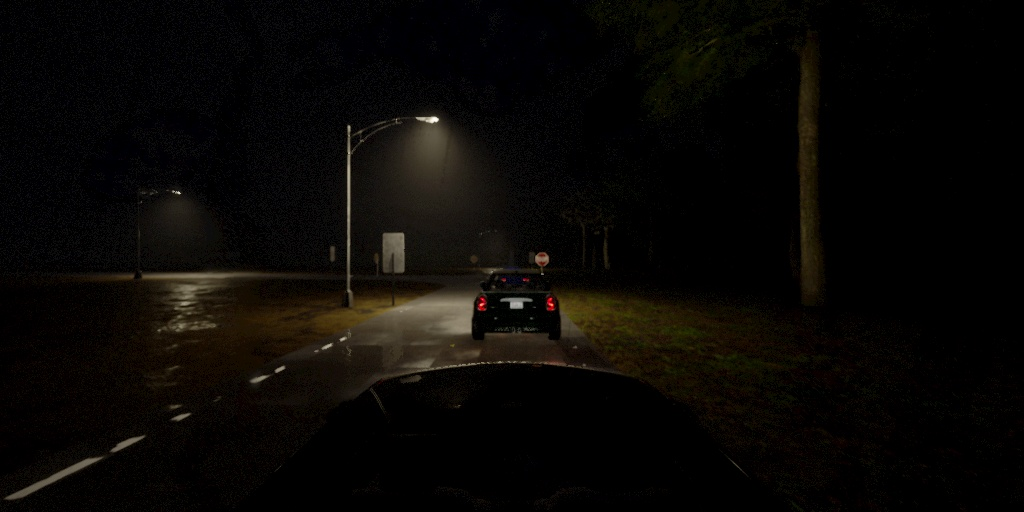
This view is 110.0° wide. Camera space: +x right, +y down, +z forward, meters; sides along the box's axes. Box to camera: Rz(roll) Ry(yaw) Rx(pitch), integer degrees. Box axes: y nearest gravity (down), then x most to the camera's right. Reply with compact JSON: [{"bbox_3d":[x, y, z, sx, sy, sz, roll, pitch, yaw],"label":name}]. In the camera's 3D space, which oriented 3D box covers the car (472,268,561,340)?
[{"bbox_3d":[0.102,1.143,10.255,2.097,1.767,4.553,0,0,0],"label":"car"}]
